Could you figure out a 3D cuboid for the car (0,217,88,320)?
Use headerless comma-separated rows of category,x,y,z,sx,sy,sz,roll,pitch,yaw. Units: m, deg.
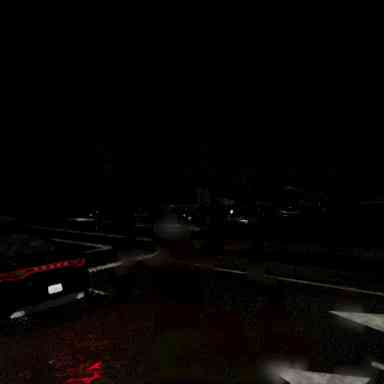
car,-4.334,1.497,7.082,5.008,1.535,1.882,0,0,35

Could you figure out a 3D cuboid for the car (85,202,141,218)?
car,-7.147,1.607,30.819,2.033,1.411,5.357,0,0,36

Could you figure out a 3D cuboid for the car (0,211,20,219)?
car,-8.919,1.565,14.649,4.674,1.442,1.812,0,0,35

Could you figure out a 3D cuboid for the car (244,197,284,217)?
car,6.746,1.511,32.024,1.882,1.535,5.008,0,0,36

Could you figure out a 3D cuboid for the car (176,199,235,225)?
car,1.239,1.538,24.493,1.837,1.490,4.892,0,0,36

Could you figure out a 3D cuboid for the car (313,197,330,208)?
car,18.448,1.538,47.969,1.837,1.490,4.892,0,0,36

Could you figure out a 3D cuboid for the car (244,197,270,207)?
car,10.830,1.607,55.294,2.033,1.411,5.357,0,0,37

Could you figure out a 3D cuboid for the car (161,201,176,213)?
car,-1.455,1.660,38.595,1.895,1.301,4.718,0,0,36

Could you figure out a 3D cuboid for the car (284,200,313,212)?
car,12.513,1.597,39.877,1.994,1.385,4.181,0,0,37
